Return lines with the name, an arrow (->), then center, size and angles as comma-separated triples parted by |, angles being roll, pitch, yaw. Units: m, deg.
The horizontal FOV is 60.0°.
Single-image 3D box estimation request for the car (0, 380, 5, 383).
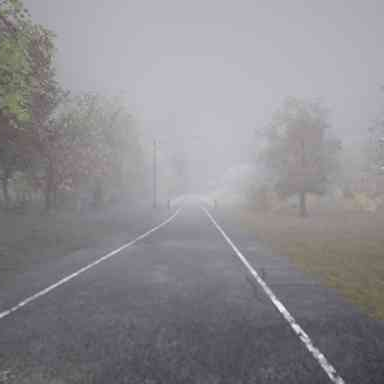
car -> -2.755, 1.551, 0.630 | 2.033, 1.411, 5.357 | 0, 0, 2
